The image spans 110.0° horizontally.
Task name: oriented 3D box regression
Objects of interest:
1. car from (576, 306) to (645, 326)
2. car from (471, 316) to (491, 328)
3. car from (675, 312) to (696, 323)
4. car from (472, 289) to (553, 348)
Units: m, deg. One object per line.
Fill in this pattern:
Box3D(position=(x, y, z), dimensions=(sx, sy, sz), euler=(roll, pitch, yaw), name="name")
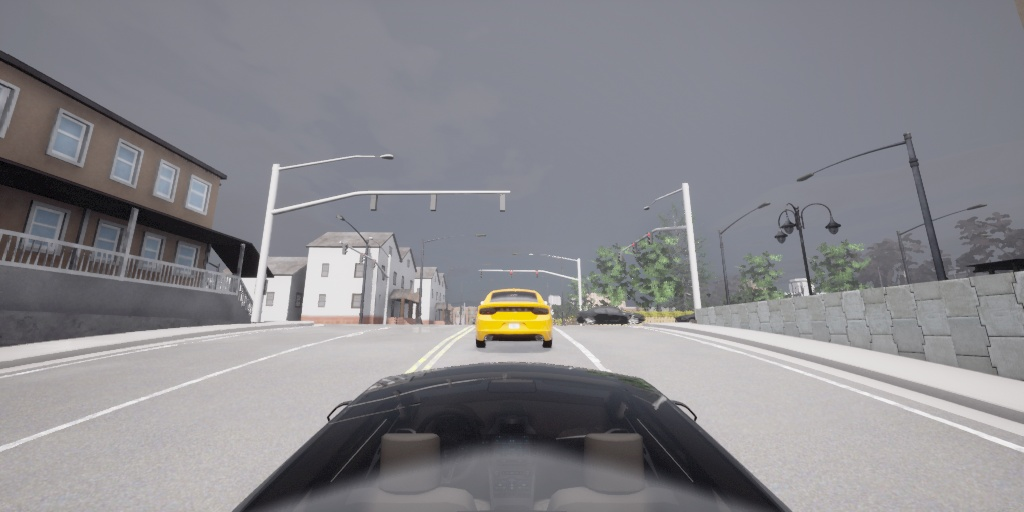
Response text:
Box3D(position=(7.348, 4.577, 27.087), dimensions=(5.008, 1.535, 1.882), euler=(-2, -11, 10), name="car")
Box3D(position=(-3.670, 7.930, 42.990), dimensions=(1.994, 1.385, 4.181), euler=(0, -12, 0), name="car")
Box3D(position=(16.446, 5.257, 30.403), dimensions=(5.008, 1.535, 1.882), euler=(0, -12, 1), name="car")
Box3D(position=(0.057, 1.722, 10.533), dimensions=(1.882, 1.535, 5.008), euler=(0, -7, 0), name="car")
